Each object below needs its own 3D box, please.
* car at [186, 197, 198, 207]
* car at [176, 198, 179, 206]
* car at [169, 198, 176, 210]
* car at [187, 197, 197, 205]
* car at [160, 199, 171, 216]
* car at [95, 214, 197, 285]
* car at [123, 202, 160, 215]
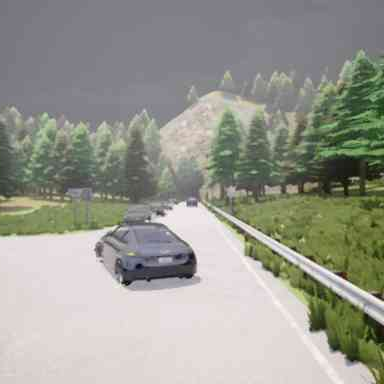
[{"bbox_3d":[0.001,1.746,56.122,1.882,1.535,5.008,0,0,0],"label":"car"},{"bbox_3d":[-3.499,1.833,60.872,1.837,1.490,4.892,0,0,0],"label":"car"},{"bbox_3d":[-3.592,1.816,45.091,1.895,1.301,4.718,0,0,0],"label":"car"},{"bbox_3d":[0.001,1.796,66.500,1.882,1.535,5.008,0,0,0],"label":"car"},{"bbox_3d":[-3.596,1.710,33.927,2.033,1.411,5.357,0,0,0],"label":"car"},{"bbox_3d":[-1.489,1.571,9.744,1.994,1.385,4.181,1,0,-25],"label":"car"},{"bbox_3d":[-3.597,1.617,23.456,1.837,1.490,4.892,0,0,0],"label":"car"}]
